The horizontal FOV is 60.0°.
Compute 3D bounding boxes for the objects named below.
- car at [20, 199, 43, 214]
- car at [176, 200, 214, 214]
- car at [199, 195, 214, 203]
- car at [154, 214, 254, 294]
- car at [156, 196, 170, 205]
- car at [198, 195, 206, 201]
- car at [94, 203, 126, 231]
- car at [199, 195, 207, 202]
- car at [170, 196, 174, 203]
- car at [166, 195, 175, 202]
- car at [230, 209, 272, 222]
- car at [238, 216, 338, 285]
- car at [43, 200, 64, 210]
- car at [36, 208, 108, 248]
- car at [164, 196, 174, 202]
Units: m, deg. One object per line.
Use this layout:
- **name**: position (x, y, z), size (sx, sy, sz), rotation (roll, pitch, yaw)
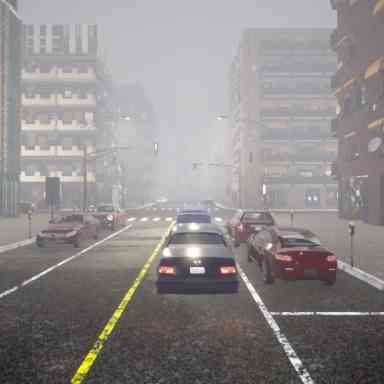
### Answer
- **car**: position (-17.549, 1.241, 31.845), size (5.009, 1.841, 2.192), rotation (0, -1, 0)
- **car**: position (0.100, 1.482, 19.547), size (1.882, 1.535, 5.008), rotation (0, 0, 0)
- **car**: position (2.596, 1.560, 52.898), size (2.008, 1.369, 4.403), rotation (1, 0, 0)
- **car**: position (0.104, 1.550, 8.905), size (2.033, 1.411, 5.357), rotation (0, 0, 0)
- **car**: position (-5.282, 1.535, 58.372), size (1.752, 1.417, 4.829), rotation (1, 0, 0)
- **car**: position (2.610, 1.563, 86.923), size (2.008, 1.369, 4.403), rotation (1, 0, 0)
- **car**: position (-5.305, 1.445, 20.329), size (1.967, 1.590, 4.097), rotation (1, 0, 0)
- **car**: position (2.608, 1.556, 81.253), size (1.887, 1.381, 4.507), rotation (1, 0, 0)
- **car**: position (-5.277, 1.536, 69.714), size (1.752, 1.417, 4.829), rotation (1, 0, 0)
- **car**: position (-5.273, 1.556, 81.226), size (1.887, 1.381, 4.507), rotation (1, 0, 0)
- **car**: position (2.582, 1.444, 14.799), size (1.967, 1.590, 4.097), rotation (1, 0, 0)
- **car**: position (2.578, 1.584, 9.250), size (1.802, 1.307, 4.206), rotation (1, 0, 0)
- **car**: position (-17.607, 1.590, 39.721), size (4.313, 1.339, 1.947), rotation (0, -1, 0)
- **car**: position (-5.305, 1.585, 14.780), size (1.802, 1.307, 4.206), rotation (1, 0, 0)
- **car**: position (-5.275, 1.577, 75.555), size (1.947, 1.339, 4.313), rotation (1, 0, 0)
